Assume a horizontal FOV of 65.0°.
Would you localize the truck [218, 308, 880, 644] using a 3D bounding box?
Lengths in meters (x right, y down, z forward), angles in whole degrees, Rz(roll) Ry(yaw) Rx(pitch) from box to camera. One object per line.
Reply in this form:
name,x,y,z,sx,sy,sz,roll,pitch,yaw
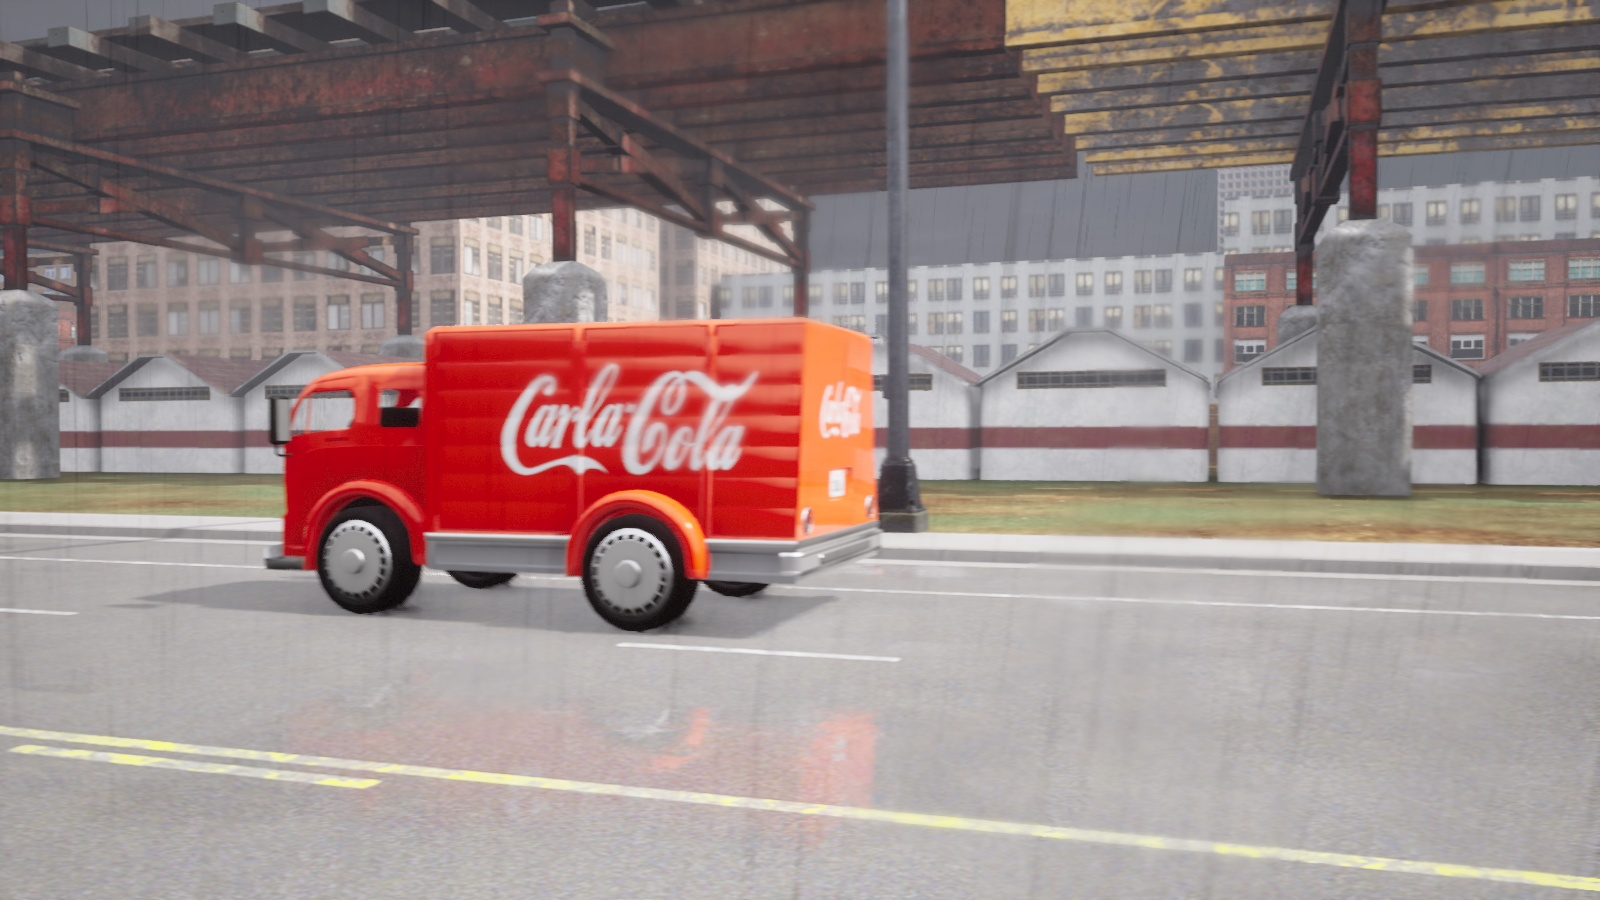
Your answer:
truck,-2.145,0.151,11.285,5.204,2.467,2.627,1,1,18
